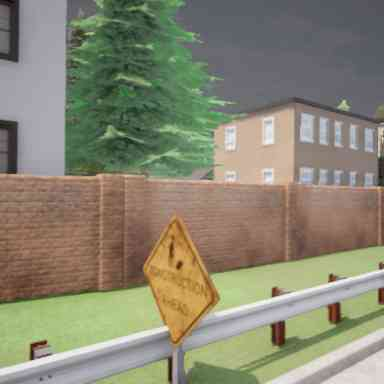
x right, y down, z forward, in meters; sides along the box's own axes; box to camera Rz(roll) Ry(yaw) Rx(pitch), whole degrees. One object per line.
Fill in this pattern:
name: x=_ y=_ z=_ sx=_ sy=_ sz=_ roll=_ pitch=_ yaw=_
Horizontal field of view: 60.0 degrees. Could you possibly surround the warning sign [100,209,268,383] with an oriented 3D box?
warning sign: x=-0.130 y=1.133 z=3.224 sx=1.060 sy=1.860 sz=1.300 roll=1 pitch=0 yaw=-35
